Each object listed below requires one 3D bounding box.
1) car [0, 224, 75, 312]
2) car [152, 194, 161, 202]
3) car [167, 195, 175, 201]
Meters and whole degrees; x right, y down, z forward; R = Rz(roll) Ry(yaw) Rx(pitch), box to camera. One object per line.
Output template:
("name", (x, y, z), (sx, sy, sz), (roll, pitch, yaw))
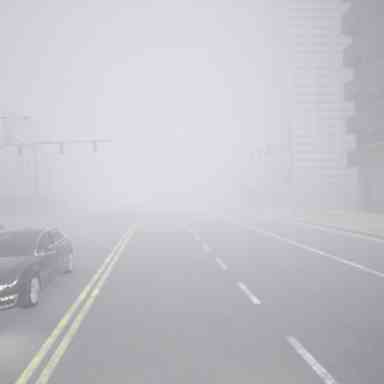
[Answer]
("car", (-4.287, 1.672, 8.219), (1.837, 1.490, 4.892), (-3, 0, -6))
("car", (-8.625, 1.363, 80.919), (2.097, 1.767, 4.553), (-3, 0, -6))
("car", (-5.144, 1.377, 81.328), (1.812, 1.442, 4.674), (-3, 0, -6))
